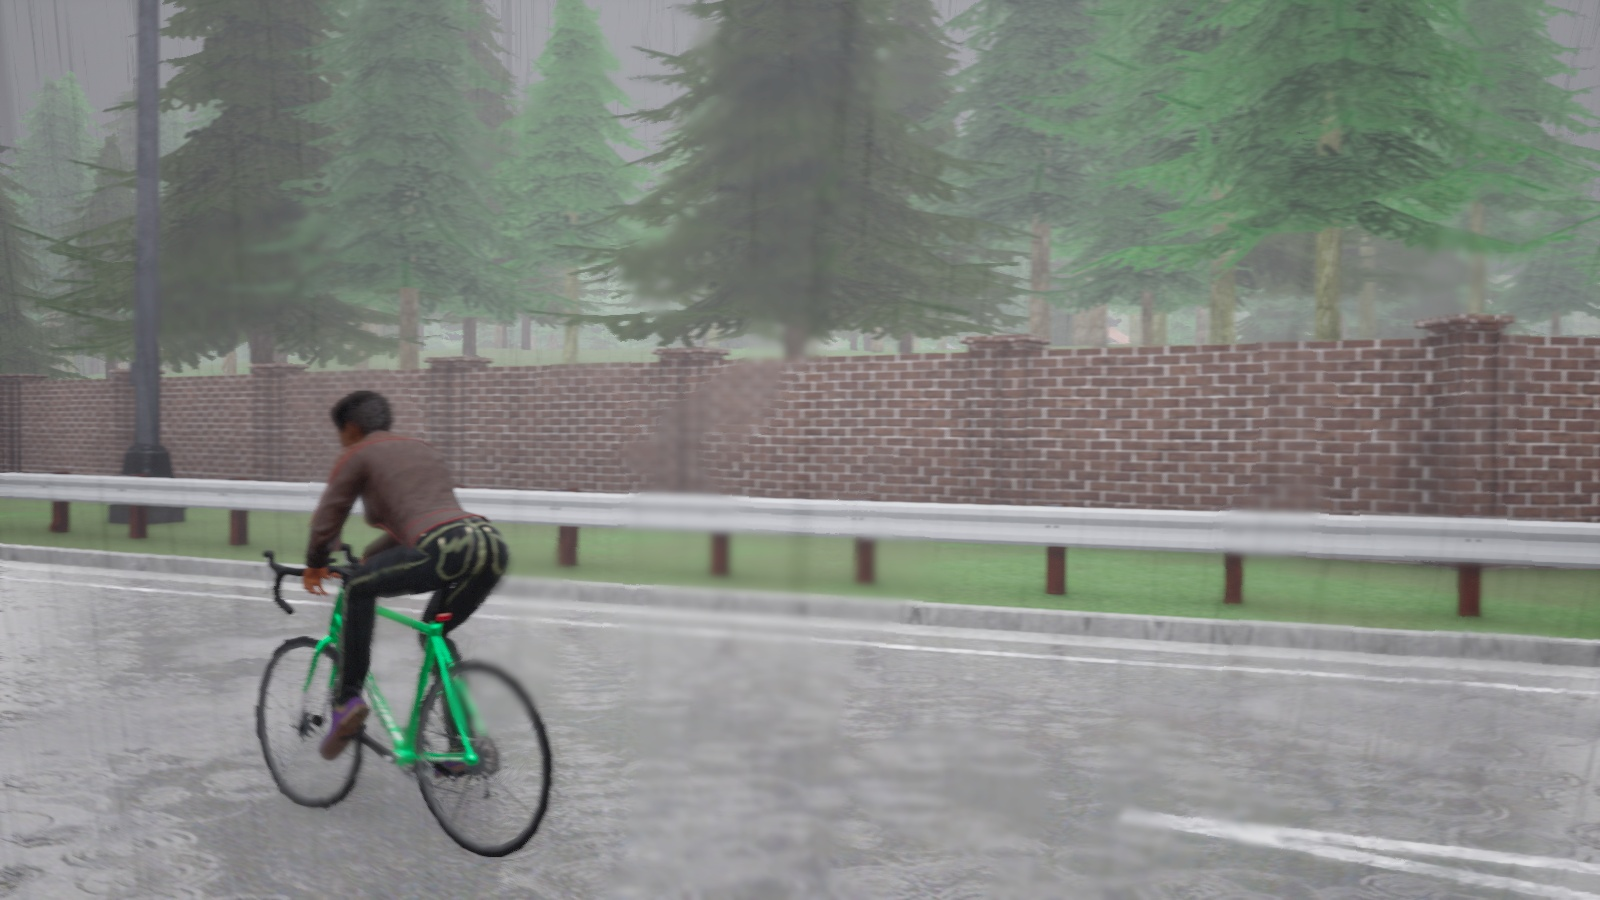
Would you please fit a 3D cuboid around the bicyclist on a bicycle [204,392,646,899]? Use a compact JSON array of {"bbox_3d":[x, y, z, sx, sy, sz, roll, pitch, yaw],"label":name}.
[{"bbox_3d":[-1.395,0.635,4.549,1.656,1.620,0.582,-1,1,34],"label":"bicyclist on a bicycle"}]
